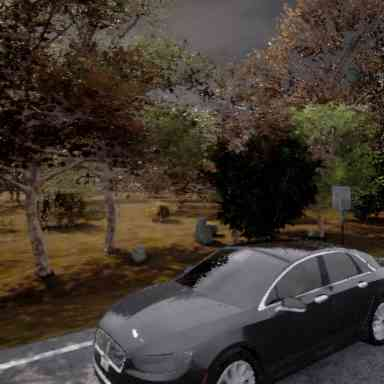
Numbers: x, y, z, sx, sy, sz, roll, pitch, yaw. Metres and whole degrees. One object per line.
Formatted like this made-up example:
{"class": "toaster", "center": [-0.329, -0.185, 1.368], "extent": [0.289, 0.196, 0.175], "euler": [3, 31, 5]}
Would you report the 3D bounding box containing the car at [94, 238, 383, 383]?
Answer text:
{"class": "car", "center": [1.105, 1.499, 4.767], "extent": [4.892, 1.490, 1.837], "euler": [0, 0, -35]}
